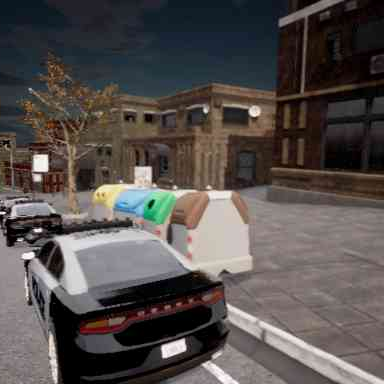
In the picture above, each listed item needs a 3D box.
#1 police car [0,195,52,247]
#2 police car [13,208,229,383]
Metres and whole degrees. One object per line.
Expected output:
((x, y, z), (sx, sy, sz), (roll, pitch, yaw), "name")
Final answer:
((-6.789, 1.119, 13.950), (1.930, 1.638, 5.238), (-3, 2, -31), "police car")
((-1.534, 1.259, 5.387), (1.930, 1.638, 5.238), (-3, 2, -31), "police car")
